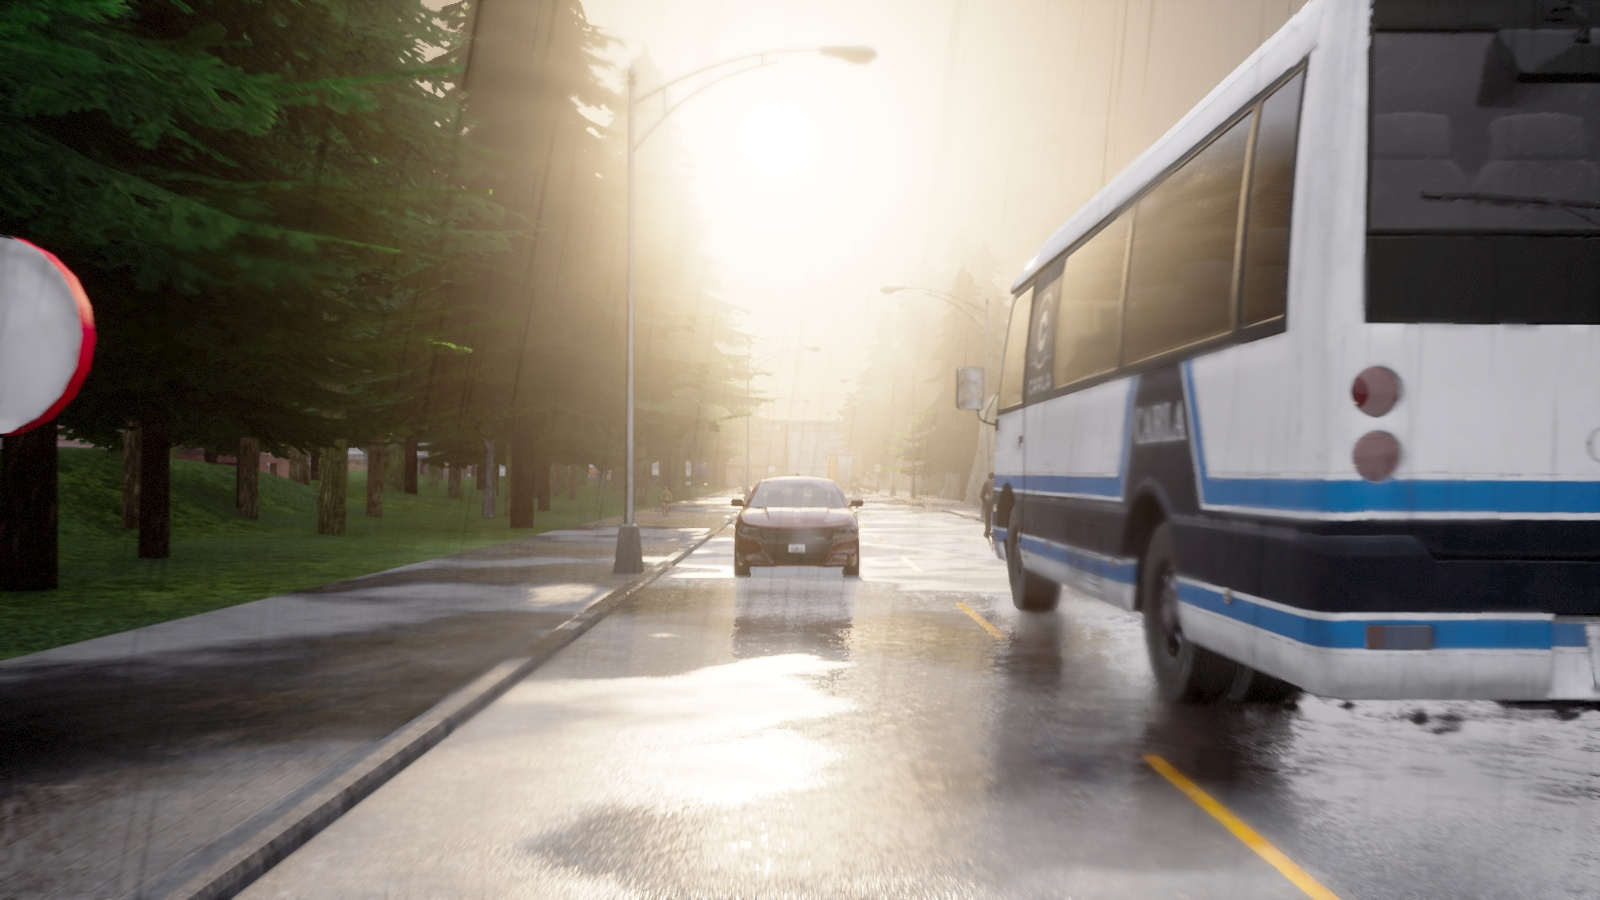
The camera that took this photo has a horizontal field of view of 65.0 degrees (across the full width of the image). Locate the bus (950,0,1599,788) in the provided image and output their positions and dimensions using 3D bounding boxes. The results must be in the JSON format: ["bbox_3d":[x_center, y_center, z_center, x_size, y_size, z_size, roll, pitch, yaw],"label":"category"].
[{"bbox_3d":[3.973,-0.357,11.436,3.944,4.253,10.273,0,-1,0],"label":"bus"}]

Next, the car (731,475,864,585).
[{"bbox_3d":[-0.037,1.181,20.275,1.882,1.535,5.008,0,-1,0],"label":"car"}]

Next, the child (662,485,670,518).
[{"bbox_3d":[-4.521,1.731,42.455,0.255,1.110,0.394,0,-1,-4],"label":"child"}]
